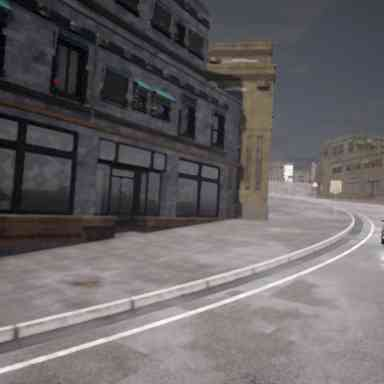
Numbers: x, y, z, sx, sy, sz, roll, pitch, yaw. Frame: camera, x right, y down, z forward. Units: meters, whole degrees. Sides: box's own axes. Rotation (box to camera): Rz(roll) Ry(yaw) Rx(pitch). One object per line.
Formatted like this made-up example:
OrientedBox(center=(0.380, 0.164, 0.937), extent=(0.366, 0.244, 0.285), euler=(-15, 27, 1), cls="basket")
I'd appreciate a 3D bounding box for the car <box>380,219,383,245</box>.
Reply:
OrientedBox(center=(9.485, 1.453, 14.538), extent=(2.033, 1.411, 5.357), euler=(1, 1, 34), cls="car")
